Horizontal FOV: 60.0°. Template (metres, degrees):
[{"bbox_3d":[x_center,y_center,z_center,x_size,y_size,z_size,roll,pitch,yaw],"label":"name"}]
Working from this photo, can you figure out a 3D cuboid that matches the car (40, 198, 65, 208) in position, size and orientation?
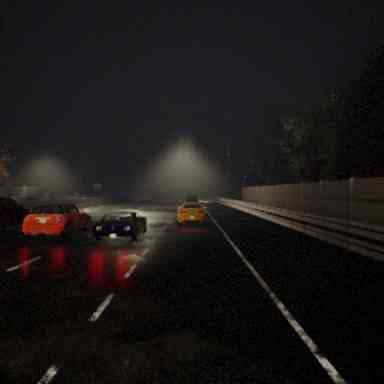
[{"bbox_3d":[-21.058,1.645,50.521,1.994,1.385,4.181,0,0,0],"label":"car"}]

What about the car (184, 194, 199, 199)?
[{"bbox_3d":[-0.010,1.312,52.980,2.150,2.045,5.566,0,0,0],"label":"car"}]

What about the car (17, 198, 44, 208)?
[{"bbox_3d":[-24.554,1.607,50.715,1.812,1.442,4.674,0,0,1],"label":"car"}]

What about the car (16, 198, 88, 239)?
[{"bbox_3d":[-6.905,1.362,17.507,2.097,1.767,4.553,0,0,0],"label":"car"}]

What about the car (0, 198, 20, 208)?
[{"bbox_3d":[-28.054,1.643,50.197,1.994,1.385,4.181,0,0,1],"label":"car"}]

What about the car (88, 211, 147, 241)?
[{"bbox_3d":[-3.402,1.611,16.592,1.895,1.301,4.718,0,0,0],"label":"car"}]

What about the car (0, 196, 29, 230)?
[{"bbox_3d":[-10.405,1.231,17.346,2.150,2.045,5.566,0,0,0],"label":"car"}]

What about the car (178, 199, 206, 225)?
[{"bbox_3d":[-0.005,1.499,24.277,1.882,1.535,5.008,0,0,0],"label":"car"}]
